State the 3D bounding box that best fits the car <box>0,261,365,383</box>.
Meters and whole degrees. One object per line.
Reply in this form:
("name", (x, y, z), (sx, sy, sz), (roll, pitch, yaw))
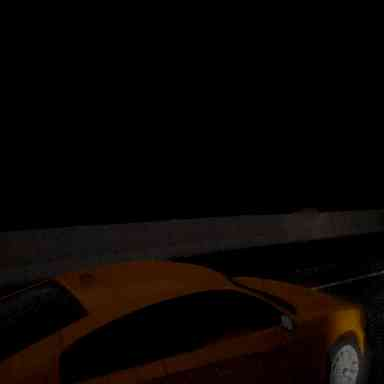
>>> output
("car", (-0.229, 1.479, 3.345), (5.008, 1.535, 1.882), (0, 0, -35))
